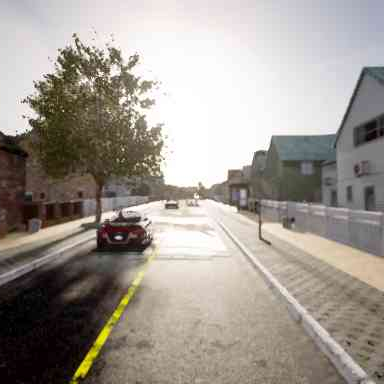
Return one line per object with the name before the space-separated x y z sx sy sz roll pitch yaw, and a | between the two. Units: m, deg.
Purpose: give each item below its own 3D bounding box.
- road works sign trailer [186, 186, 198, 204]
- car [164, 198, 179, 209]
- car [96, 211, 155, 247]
road works sign trailer | 0.017 0.602 66.602 2.380 3.560 2.880 1 0 1
car | -2.833 1.602 47.288 2.033 1.411 5.357 0 0 0
car | -2.821 1.550 14.759 1.994 1.385 4.181 0 0 0
